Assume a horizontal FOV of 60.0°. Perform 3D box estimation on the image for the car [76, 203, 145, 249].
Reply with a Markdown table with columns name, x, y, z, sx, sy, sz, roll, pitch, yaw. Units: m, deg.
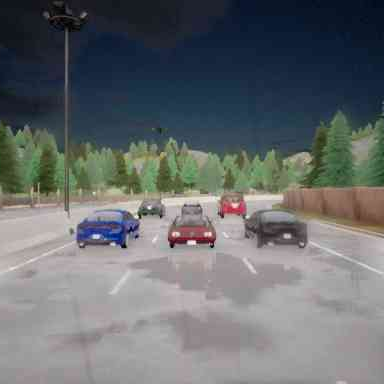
| name | x | y | z | sx | sy | sz | roll | pitch | yaw |
| --- | --- | --- | --- | --- | --- | --- | --- | --- | --- |
| car | -3.500 | 1.482 | 14.650 | 1.882 | 1.535 | 5.008 | 0 | 0 | 0 |

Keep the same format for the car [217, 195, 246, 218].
| name | x | y | z | sx | sy | sz | roll | pitch | yaw |
| --- | --- | --- | --- | --- | --- | --- | --- | --- | --- |
| car | 3.500 | 1.255 | 29.680 | 2.150 | 2.045 | 5.566 | 0 | 0 | 0 |

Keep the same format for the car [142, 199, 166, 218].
| name | x | y | z | sx | sy | sz | roll | pitch | yaw |
| --- | --- | --- | --- | --- | --- | --- | --- | --- | --- |
| car | -3.500 | 1.363 | 29.620 | 2.097 | 1.767 | 4.553 | 0 | 0 | 0 |

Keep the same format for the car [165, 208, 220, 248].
| name | x | y | z | sx | sy | sz | roll | pitch | yaw |
| --- | --- | --- | --- | --- | --- | --- | --- | --- | --- |
| car | 0.000 | 1.613 | 14.680 | 1.895 | 1.301 | 4.718 | 0 | 0 | 0 |

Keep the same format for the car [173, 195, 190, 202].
| name | x | y | z | sx | sy | sz | roll | pitch | yaw |
| --- | --- | --- | --- | --- | --- | --- | --- | --- | --- |
| car | -2.374 | 1.444 | 78.077 | 1.837 | 1.490 | 4.892 | 0 | 0 | 26 |

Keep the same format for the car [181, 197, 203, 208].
| name | x | y | z | sx | sy | sz | roll | pitch | yaw |
| --- | --- | --- | --- | --- | --- | --- | --- | --- | --- |
| car | 0.000 | 1.493 | 29.650 | 2.128 | 1.511 | 4.902 | 0 | 0 | 0 |

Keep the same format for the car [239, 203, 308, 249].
| name | x | y | z | sx | sy | sz | roll | pitch | yaw |
| --- | --- | --- | --- | --- | --- | --- | --- | --- | --- |
| car | 3.500 | 1.482 | 14.650 | 1.882 | 1.535 | 5.008 | 0 | 0 | 0 |
